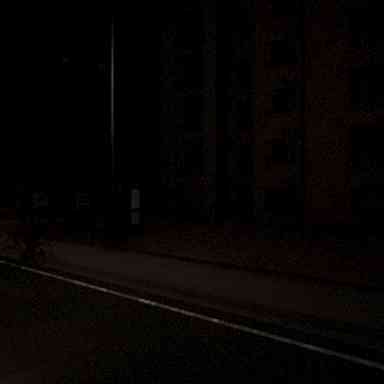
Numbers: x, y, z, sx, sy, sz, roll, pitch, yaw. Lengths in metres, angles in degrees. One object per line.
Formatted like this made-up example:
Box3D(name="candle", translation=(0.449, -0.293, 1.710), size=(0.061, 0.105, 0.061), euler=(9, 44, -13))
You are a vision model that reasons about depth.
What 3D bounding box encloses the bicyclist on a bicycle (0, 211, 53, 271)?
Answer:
Box3D(name="bicyclist on a bicycle", translation=(-4.801, 1.387, 9.640), size=(0.582, 1.620, 1.656), euler=(0, 0, 37))
